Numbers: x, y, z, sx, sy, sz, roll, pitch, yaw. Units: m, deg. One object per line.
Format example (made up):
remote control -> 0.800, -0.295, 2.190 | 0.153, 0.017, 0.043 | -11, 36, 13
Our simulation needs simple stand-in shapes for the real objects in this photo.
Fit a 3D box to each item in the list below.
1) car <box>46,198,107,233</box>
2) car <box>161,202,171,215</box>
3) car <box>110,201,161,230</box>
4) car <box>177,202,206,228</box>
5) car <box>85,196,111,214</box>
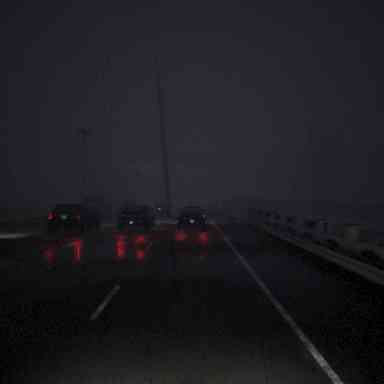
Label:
car -> -6.999, 1.434, 20.277 | 2.097, 1.767, 4.553 | 0, 0, 0
car -> -3.591, 1.889, 38.736 | 1.994, 1.385, 4.181 | 0, -1, 0
car -> -3.505, 1.584, 21.575 | 2.128, 1.511, 4.902 | 0, -1, 0
car -> -0.010, 1.627, 22.640 | 1.812, 1.442, 4.674 | 0, -1, 0
car -> -10.583, 1.518, 37.216 | 2.150, 2.045, 5.566 | 0, -1, 0
